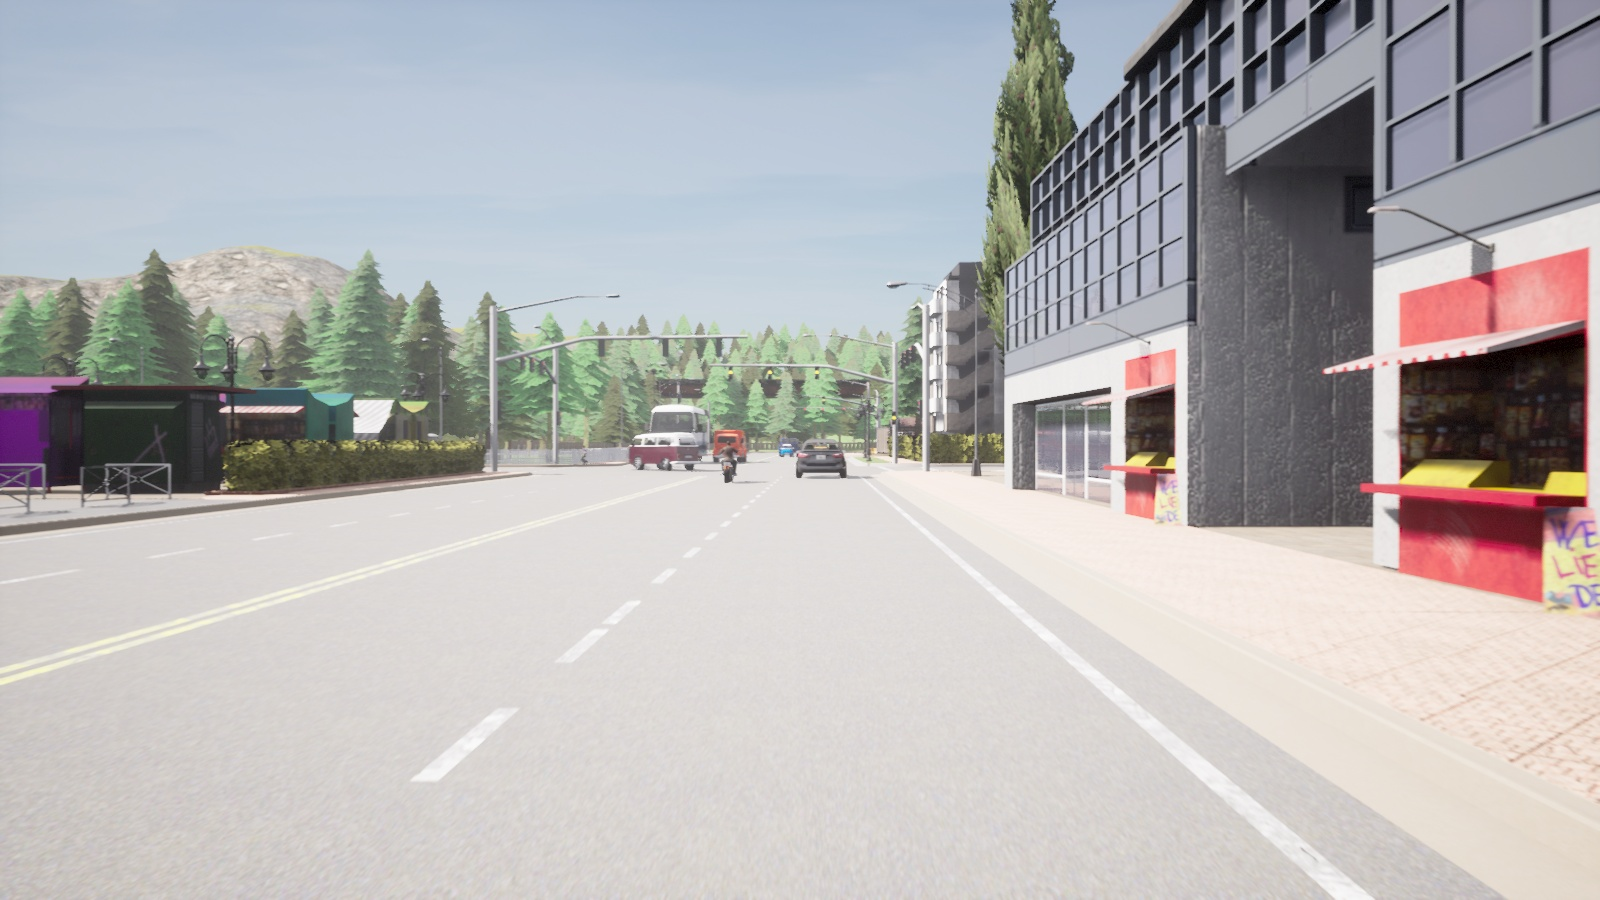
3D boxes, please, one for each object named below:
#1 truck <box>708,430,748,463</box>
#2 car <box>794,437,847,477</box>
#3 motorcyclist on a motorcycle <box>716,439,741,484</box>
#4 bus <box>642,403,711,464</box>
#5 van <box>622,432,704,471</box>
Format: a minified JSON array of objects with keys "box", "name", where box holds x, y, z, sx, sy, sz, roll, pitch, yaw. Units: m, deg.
[{"box":[-5.421,-0.282,95.287,2.627,2.467,5.204,0,0,1],"name":"truck"},{"box":[0.910,0.281,55.030,2.242,1.667,4.611,0,0,1],"name":"car"},{"box":[-2.712,0.425,47.786,0.766,1.649,2.350,0,0,1],"name":"motorcyclist on a motorcycle"},{"box":[-8.967,-1.159,92.468,3.944,4.253,10.273,0,0,1],"name":"bus"},{"box":[-7.432,0.081,67.679,2.069,2.038,4.480,1,0,-44],"name":"van"}]
